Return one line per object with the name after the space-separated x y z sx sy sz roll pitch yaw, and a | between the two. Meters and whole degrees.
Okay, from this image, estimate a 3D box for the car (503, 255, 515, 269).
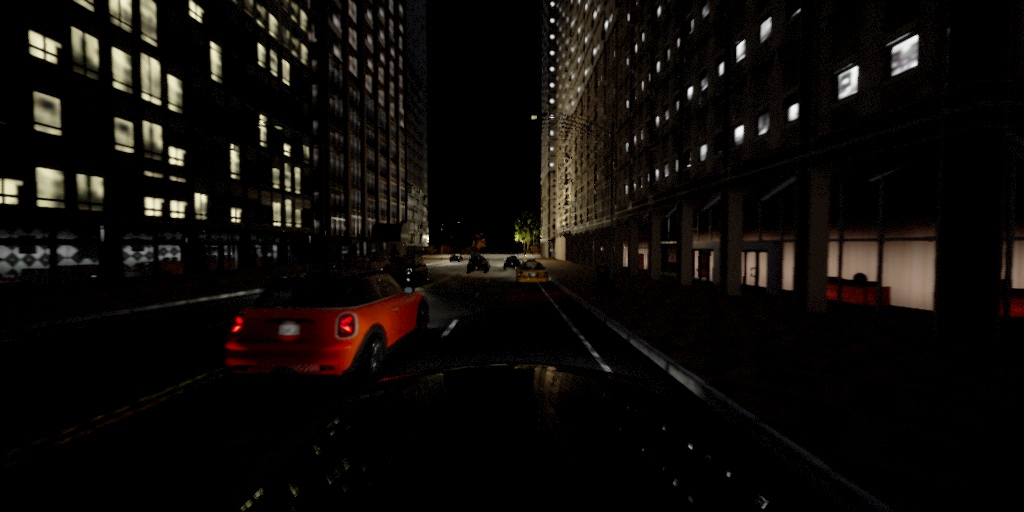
0.007 0.771 41.255 1.994 1.385 4.181 0 1 0 | car

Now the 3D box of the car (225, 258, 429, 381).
-3.149 1.027 7.189 2.097 1.767 4.553 0 1 0 | car

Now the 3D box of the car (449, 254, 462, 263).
-9.779 0.390 62.878 2.128 1.511 4.902 0 1 0 | car

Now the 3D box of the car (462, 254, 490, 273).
-3.155 0.797 34.278 2.128 1.511 4.902 0 1 0 | car

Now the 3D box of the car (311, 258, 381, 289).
-9.844 0.953 21.790 1.882 1.535 5.008 0 1 0 | car

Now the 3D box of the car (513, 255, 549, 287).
1.135 0.937 21.460 1.801 1.575 5.366 0 1 0 | car

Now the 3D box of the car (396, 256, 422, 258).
-6.594 0.823 22.163 2.097 1.767 4.553 0 1 0 | car
